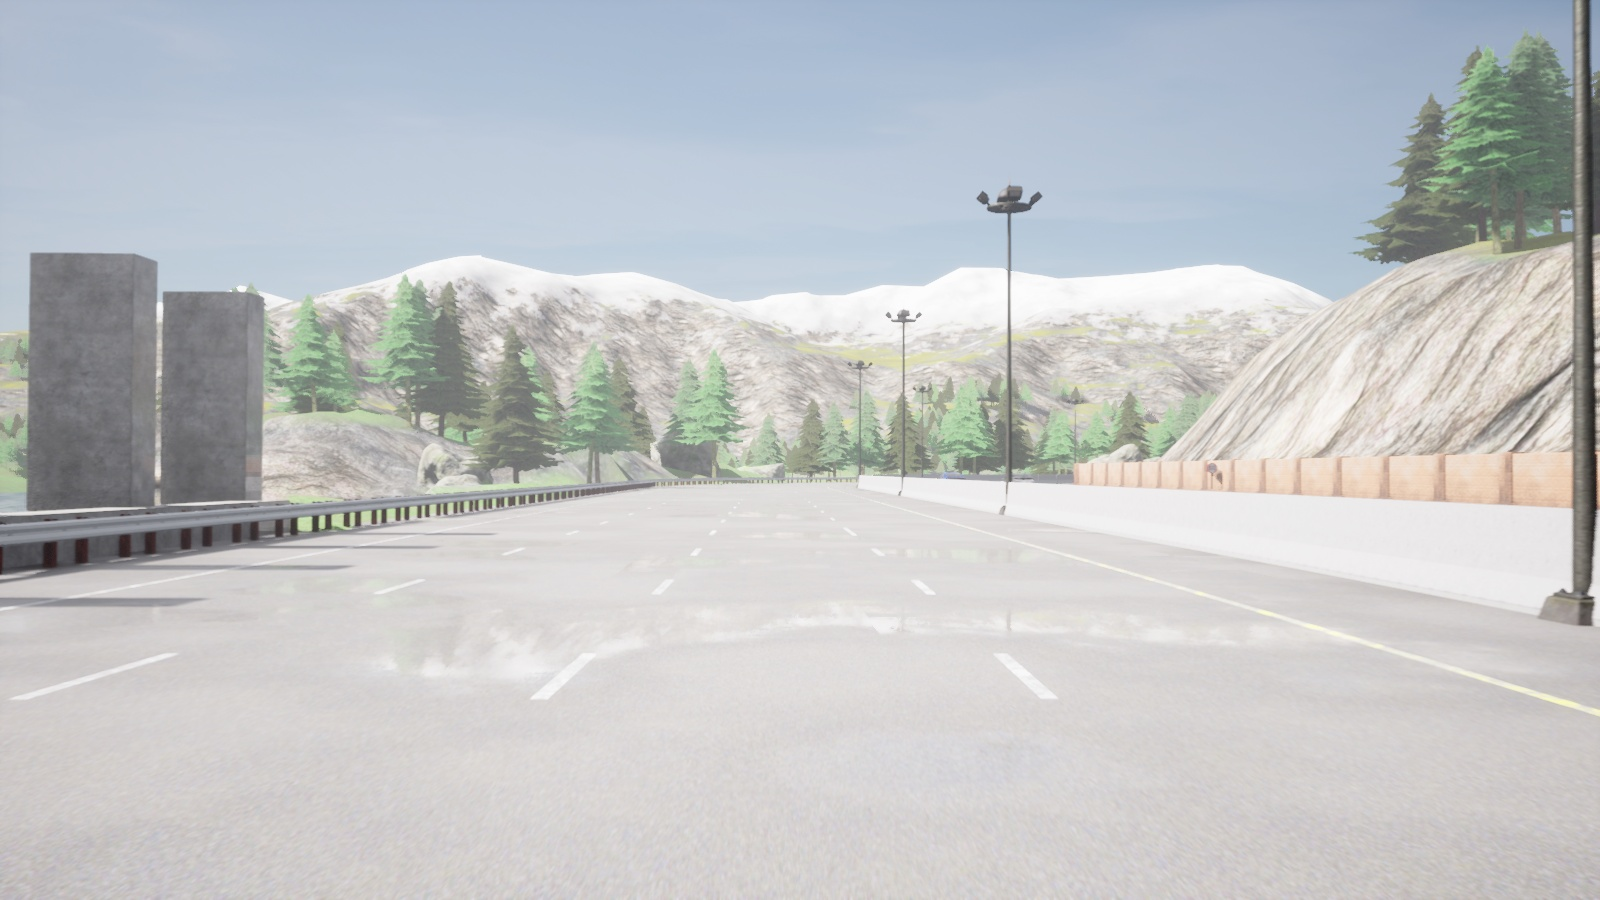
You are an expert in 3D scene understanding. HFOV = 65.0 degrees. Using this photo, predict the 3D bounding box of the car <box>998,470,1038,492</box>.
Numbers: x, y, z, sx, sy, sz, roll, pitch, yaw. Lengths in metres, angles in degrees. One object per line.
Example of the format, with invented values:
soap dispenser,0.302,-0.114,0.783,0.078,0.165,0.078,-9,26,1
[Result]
car,15.551,2.202,89.787,2.007,1.525,4.514,0,-1,-2
